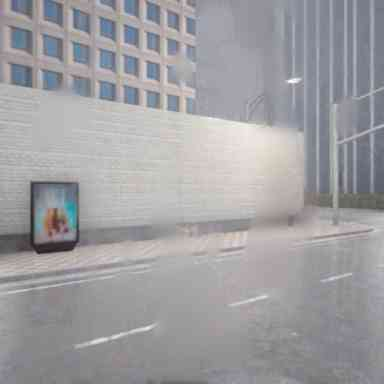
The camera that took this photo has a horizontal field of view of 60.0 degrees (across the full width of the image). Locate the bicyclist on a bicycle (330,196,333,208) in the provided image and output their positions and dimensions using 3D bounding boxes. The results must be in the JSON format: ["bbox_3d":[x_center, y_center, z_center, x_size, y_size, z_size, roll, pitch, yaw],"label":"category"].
[{"bbox_3d":[18.777,1.349,44.029,1.656,1.620,0.582,0,0,-36],"label":"bicyclist on a bicycle"}]
